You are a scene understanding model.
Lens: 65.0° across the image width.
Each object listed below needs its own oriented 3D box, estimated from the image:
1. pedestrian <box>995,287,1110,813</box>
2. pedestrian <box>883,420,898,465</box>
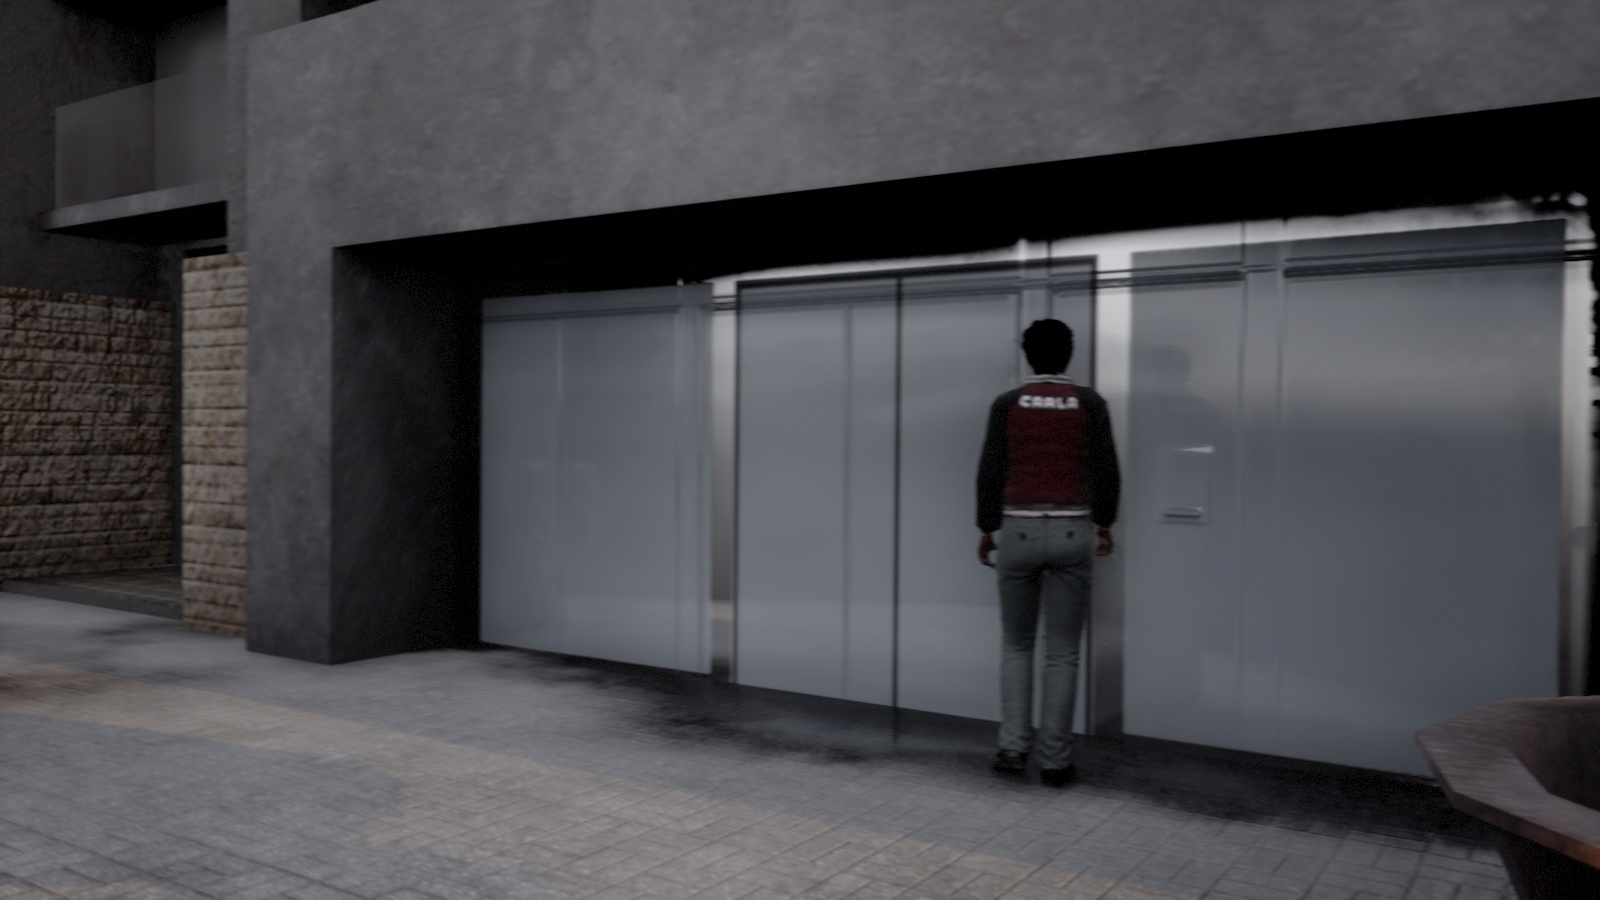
[{"bbox_3d":[0.996,0.364,4.960,0.402,1.930,0.666,0,1,11],"label":"pedestrian"},{"bbox_3d":[3.749,-0.301,51.919,0.345,1.836,0.594,0,1,32],"label":"pedestrian"}]
